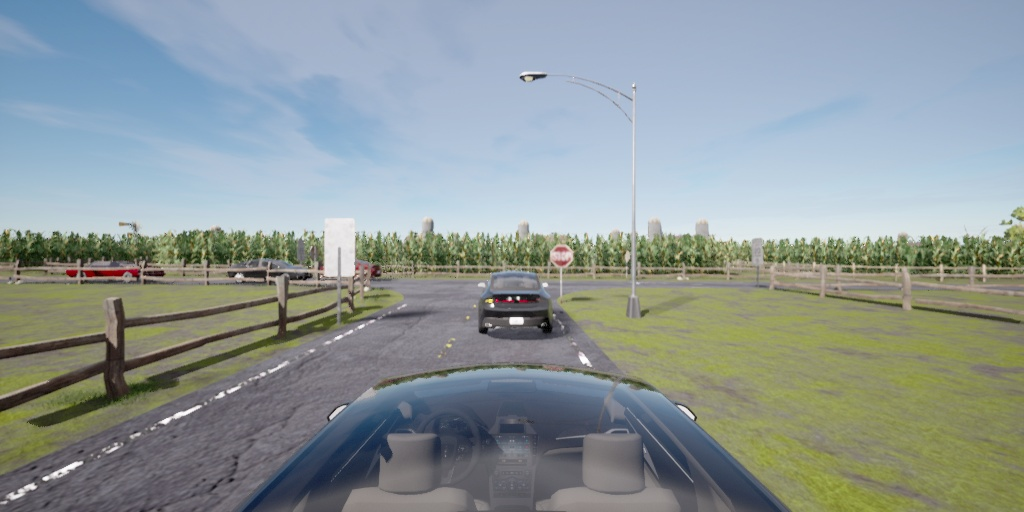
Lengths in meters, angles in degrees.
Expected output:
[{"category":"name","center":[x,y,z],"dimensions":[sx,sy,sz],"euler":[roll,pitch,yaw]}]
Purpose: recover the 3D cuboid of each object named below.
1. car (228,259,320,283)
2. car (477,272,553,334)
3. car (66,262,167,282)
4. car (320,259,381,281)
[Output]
[{"category":"car","center":[-15.564,0.980,23.214],"dimensions":[4.892,1.490,1.837],"euler":[0,-1,0]},{"category":"car","center":[0.044,1.194,10.448],"dimensions":[1.837,1.490,4.892],"euler":[0,0,-1]},{"category":"car","center":[-25.491,1.009,23.247],"dimensions":[4.718,1.301,1.895],"euler":[0,-1,0]},{"category":"car","center":[-12.114,1.003,26.076],"dimensions":[5.008,1.535,1.882],"euler":[0,-1,5]}]
